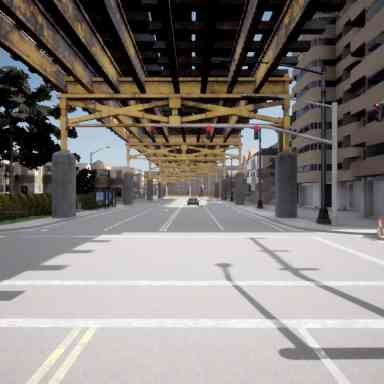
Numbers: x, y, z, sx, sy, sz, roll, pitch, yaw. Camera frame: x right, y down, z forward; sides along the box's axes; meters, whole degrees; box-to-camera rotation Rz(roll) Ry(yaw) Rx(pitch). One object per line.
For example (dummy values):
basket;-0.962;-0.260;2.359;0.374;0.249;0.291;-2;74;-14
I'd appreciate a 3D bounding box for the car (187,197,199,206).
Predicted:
car;0.188;1.564;56.209;1.994;1.385;4.181;0;0;0
